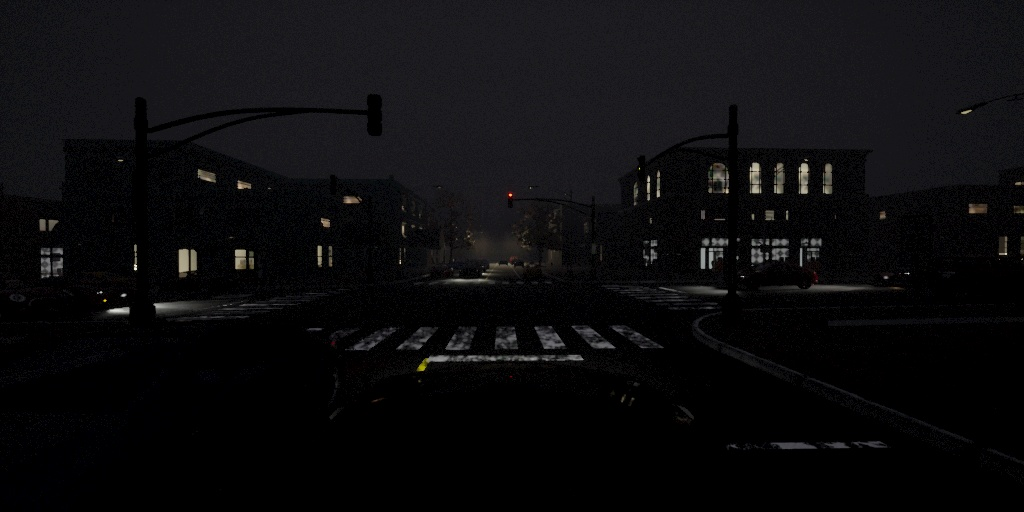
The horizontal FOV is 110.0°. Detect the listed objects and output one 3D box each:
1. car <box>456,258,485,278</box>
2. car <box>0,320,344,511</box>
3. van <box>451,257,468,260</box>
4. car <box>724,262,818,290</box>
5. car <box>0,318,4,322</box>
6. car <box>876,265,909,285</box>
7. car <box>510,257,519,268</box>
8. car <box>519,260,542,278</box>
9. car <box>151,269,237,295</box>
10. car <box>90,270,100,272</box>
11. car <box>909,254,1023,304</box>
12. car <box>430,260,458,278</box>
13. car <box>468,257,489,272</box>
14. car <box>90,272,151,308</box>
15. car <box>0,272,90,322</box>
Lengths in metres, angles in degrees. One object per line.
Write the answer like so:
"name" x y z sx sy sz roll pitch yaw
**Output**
"car" -3.916 1.222 34.412 1.882 1.535 5.008 0 0 -2
"car" -3.179 1.314 3.098 1.994 1.385 4.181 0 0 -2
"van" -6.769 1.082 44.674 1.690 1.789 3.998 0 0 -1
"car" 14.309 1.063 19.917 4.674 1.442 1.812 -1 1 -2
"car" -5.661 1.295 1.077 1.888 1.381 4.507 0 0 -1
"car" 23.531 0.918 20.316 4.902 1.511 2.128 -1 1 -2
"car" 1.186 1.288 61.521 2.007 1.370 4.403 0 0 -1
"car" 1.886 1.269 33.969 1.751 1.417 4.829 0 0 -1
"car" -18.676 1.474 21.085 4.313 1.339 1.948 0 0 -2
"car" -24.494 1.501 20.833 4.829 1.417 1.751 0 0 -2
"car" 19.644 0.843 14.358 5.009 1.841 2.192 0 0 -2
"car" -6.487 1.326 33.586 1.802 1.307 4.207 0 0 -1
"car" -4.174 1.219 44.451 1.882 1.535 5.008 0 0 -1
"car" -18.637 1.526 15.291 4.181 1.385 1.994 -1 1 -2
"car" -18.344 1.422 12.745 4.097 1.591 1.967 0 0 -2
